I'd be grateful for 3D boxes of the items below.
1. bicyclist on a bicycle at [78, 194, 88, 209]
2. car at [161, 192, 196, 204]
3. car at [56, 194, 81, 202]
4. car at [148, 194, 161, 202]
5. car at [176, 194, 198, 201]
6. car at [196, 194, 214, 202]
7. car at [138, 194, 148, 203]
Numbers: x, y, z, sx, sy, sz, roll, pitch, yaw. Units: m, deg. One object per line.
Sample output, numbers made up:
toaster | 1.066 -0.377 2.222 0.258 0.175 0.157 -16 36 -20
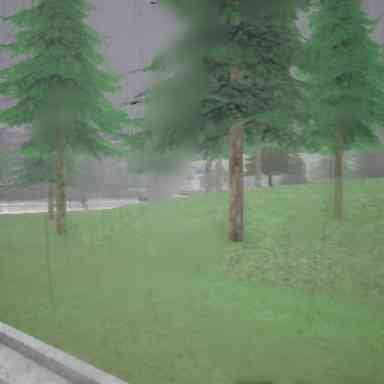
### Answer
bicyclist on a bicycle | -11.984 1.048 36.595 1.656 1.620 0.582 0 0 35
car | -2.318 0.948 57.417 2.150 2.045 5.566 1 0 36
car | -22.458 1.075 61.021 2.128 1.511 4.902 1 0 36
car | -4.945 1.188 59.761 2.128 1.511 4.902 1 0 36
car | -1.068 1.163 71.452 2.033 1.411 5.357 1 0 35
car | 1.798 1.196 69.444 2.033 1.411 5.357 1 0 35
car | -7.889 1.149 61.661 1.882 1.535 5.008 1 0 36
